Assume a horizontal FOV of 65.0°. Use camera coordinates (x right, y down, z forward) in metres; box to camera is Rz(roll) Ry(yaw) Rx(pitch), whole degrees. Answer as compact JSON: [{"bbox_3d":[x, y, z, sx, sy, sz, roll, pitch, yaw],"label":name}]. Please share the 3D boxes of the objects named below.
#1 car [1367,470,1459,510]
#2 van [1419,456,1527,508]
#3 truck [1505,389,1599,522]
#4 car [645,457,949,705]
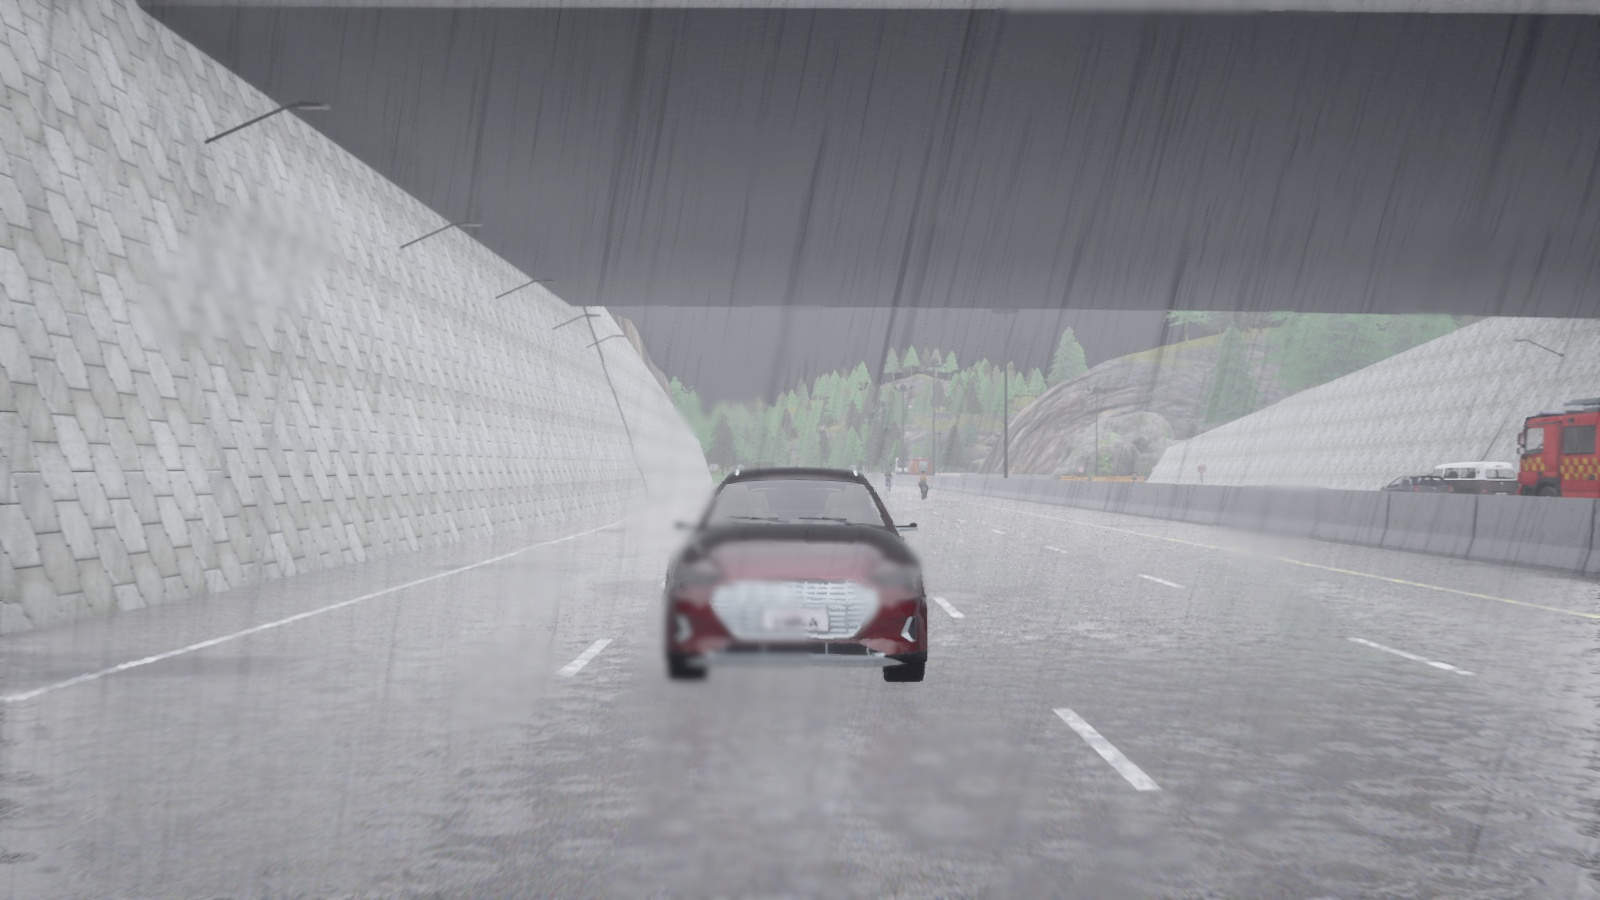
[{"bbox_3d":[24.365,1.569,50.041,1.845,1.501,3.633,0,-1,0],"label":"car"},{"bbox_3d":[27.856,1.300,52.150,2.069,2.038,4.480,0,-1,0],"label":"van"},{"bbox_3d":[24.406,0.165,36.625,2.891,3.827,8.468,0,-1,0],"label":"truck"},{"bbox_3d":[-0.026,0.927,10.855,2.033,1.649,4.856,0,-1,0],"label":"car"}]
